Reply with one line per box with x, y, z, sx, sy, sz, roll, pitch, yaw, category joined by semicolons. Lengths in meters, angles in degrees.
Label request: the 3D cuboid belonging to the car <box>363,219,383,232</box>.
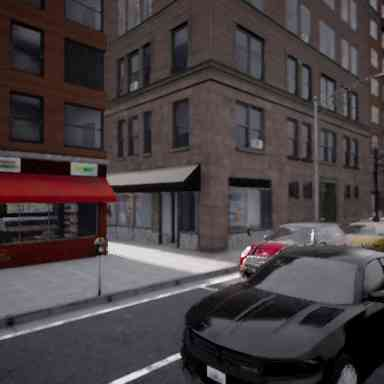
7.036;1.827;13.574;4.829;1.417;1.752;1;-2;-44;car

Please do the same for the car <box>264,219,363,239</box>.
3.195;1.667;9.856;4.097;1.590;1.967;1;-2;-44;car

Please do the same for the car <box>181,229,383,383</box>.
2.031;1.596;5.057;5.008;1.535;1.882;1;-2;-44;car
